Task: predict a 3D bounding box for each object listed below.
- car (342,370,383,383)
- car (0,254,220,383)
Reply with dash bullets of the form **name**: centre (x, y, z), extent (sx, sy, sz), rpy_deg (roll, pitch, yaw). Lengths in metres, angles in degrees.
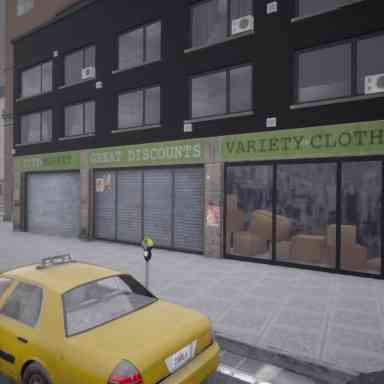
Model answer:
- **car**: centre (2.712, 1.551, 1.160), extent (4.403, 1.369, 2.008), rpy_deg (0, 1, 35)
- **car**: centre (-1.980, 1.524, 4.494), extent (4.829, 1.417, 1.752), rpy_deg (0, 1, 35)
